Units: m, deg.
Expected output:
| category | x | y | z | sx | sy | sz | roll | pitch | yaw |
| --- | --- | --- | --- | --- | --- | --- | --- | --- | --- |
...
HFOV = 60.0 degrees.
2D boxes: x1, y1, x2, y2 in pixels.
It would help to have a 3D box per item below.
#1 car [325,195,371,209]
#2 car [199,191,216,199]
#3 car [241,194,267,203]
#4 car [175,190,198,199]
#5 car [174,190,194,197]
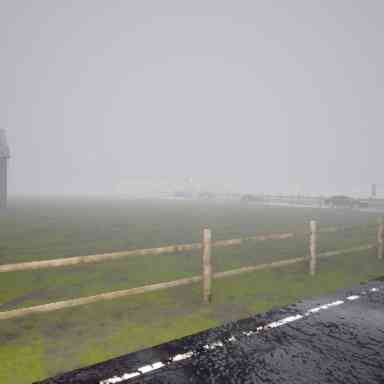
| category | x | y | z | sx | sy | sz | roll | pitch | yaw |
| --- | --- | --- | --- | --- | --- | --- | --- | --- | --- |
| car | 17.774 | 1.112 | 38.108 | 1.882 | 1.535 | 5.008 | 0 | 1 | -35 |
| car | 2.729 | 0.597 | 65.443 | 1.837 | 1.490 | 4.892 | 0 | 1 | -35 |
| car | 9.355 | 0.937 | 49.913 | 1.994 | 1.385 | 4.181 | 0 | 1 | -35 |
| car | -1.620 | 0.515 | 65.451 | 1.882 | 1.535 | 5.008 | 0 | 1 | -35 |
| car | -1.836 | 0.362 | 71.785 | 1.837 | 1.490 | 4.892 | 0 | 1 | -36 |
